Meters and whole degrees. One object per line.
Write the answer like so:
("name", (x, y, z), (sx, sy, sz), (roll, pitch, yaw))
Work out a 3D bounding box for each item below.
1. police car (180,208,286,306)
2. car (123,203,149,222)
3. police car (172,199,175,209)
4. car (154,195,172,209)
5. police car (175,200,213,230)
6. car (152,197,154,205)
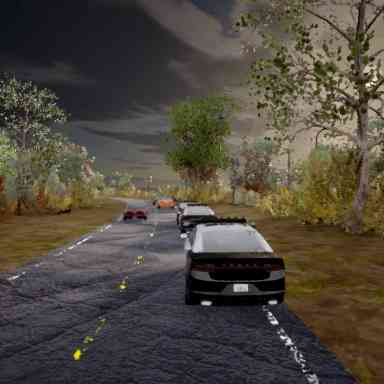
("police car", (0.745, 1.425, 8.237), (1.930, 1.638, 5.238), (0, 0, -2))
("car", (-4.434, 1.599, 26.748), (1.895, 1.301, 4.718), (0, 0, -6))
("police car", (-0.220, 1.423, 24.333), (1.930, 1.638, 5.238), (0, 0, -5))
("car", (-3.685, 1.348, 45.648), (2.097, 1.767, 4.553), (0, 0, -9))
("police car", (0.242, 1.424, 18.303), (1.930, 1.638, 5.238), (0, 0, -4))
("car", (-5.858, 1.346, 57.945), (2.097, 1.767, 4.553), (0, 0, -12))
